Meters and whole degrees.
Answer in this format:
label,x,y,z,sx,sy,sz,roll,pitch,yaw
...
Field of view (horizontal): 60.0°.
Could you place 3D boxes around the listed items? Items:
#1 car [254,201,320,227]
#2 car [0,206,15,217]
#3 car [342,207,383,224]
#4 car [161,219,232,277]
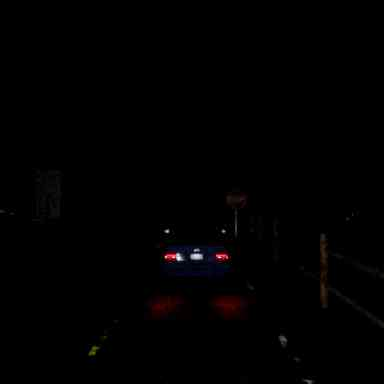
label,x,y,z,sx,sy,sz,roll,pitch,yaw
car,6.704,1.460,23.263,4.553,1.767,2.097,1,0,-23
car,-15.344,1.273,24.003,4.674,1.442,1.812,1,0,1
car,14.658,1.871,26.665,4.718,1.301,1.895,1,0,1
car,0.105,1.544,10.206,2.033,1.411,5.357,0,0,0
